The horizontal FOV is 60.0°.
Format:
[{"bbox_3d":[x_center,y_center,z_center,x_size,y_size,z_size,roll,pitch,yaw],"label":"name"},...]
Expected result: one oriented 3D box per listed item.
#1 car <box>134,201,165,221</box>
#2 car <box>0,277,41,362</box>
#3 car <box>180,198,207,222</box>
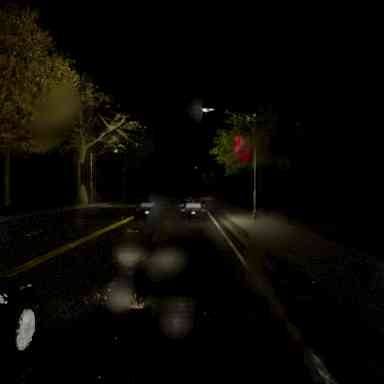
[{"bbox_3d":[-3.154,1.404,25.387,1.994,1.385,4.181,0,0,0],"label":"car"},{"bbox_3d":[-3.150,1.484,3.016,1.837,1.490,4.892,0,0,0],"label":"car"},{"bbox_3d":[0.097,1.405,25.005,1.994,1.385,4.181,0,0,0],"label":"car"}]
